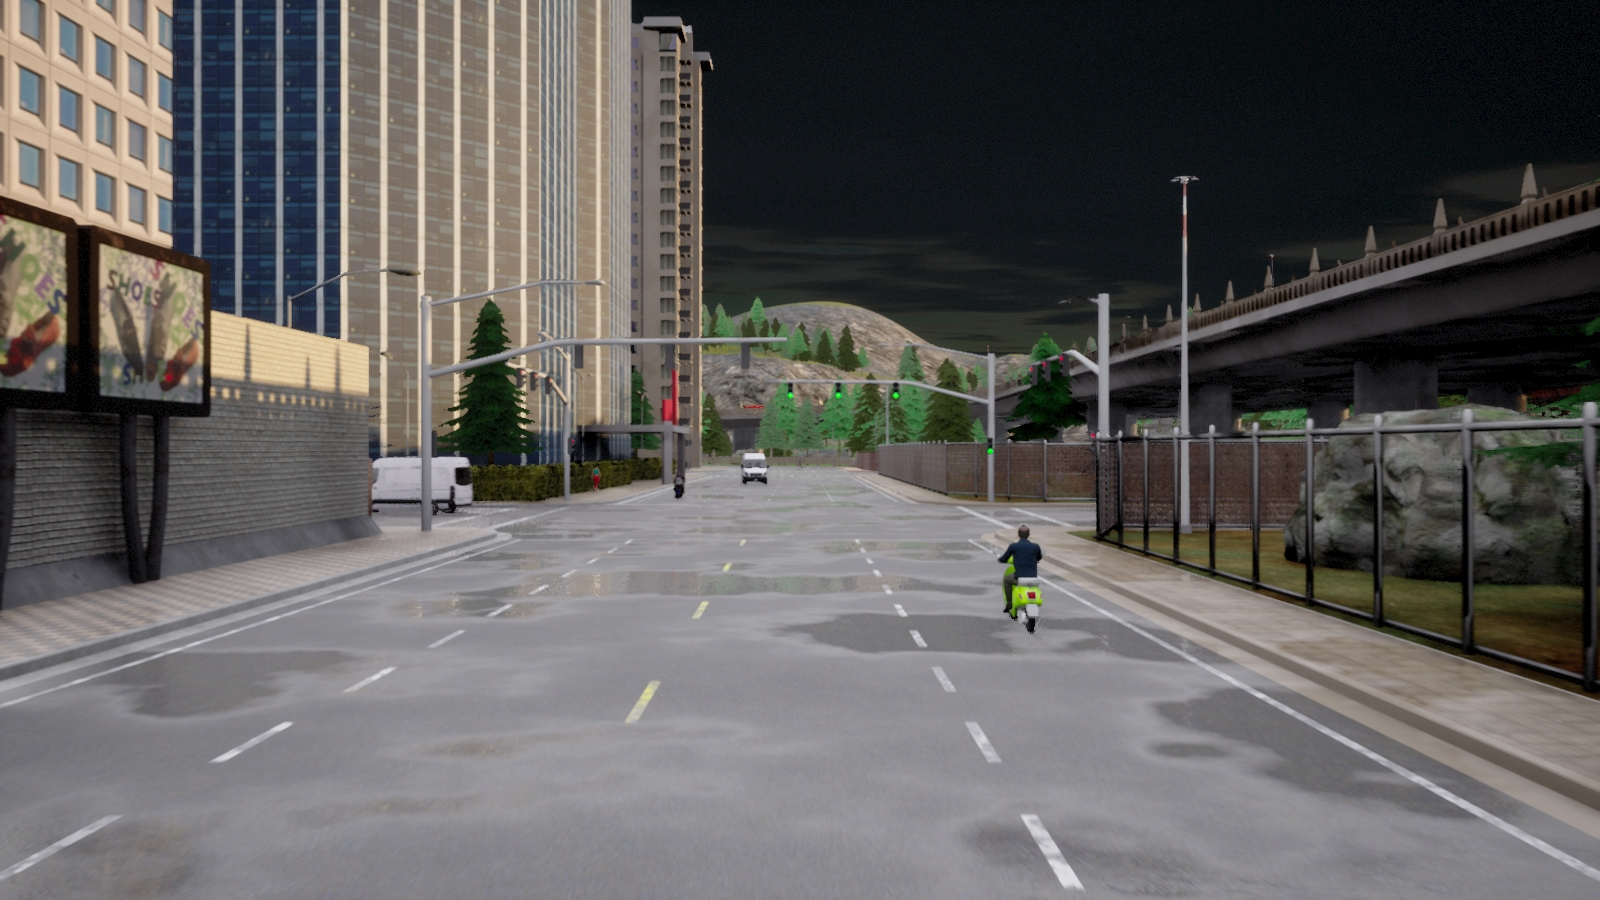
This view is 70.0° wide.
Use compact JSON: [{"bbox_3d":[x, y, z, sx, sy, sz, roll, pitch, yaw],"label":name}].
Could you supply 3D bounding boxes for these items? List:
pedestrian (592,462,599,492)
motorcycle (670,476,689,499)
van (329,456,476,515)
[{"bbox_3d":[-12.531,1.646,70.012,0.375,1.860,0.375,0,0,2],"label":"pedestrian"},{"bbox_3d":[-6.973,2.155,66.132,0.867,1.251,2.209,0,0,0],"label":"motorcycle"},{"bbox_3d":[-17.617,1.539,50.717,5.915,2.561,1.988,0,0,9],"label":"van"}]
